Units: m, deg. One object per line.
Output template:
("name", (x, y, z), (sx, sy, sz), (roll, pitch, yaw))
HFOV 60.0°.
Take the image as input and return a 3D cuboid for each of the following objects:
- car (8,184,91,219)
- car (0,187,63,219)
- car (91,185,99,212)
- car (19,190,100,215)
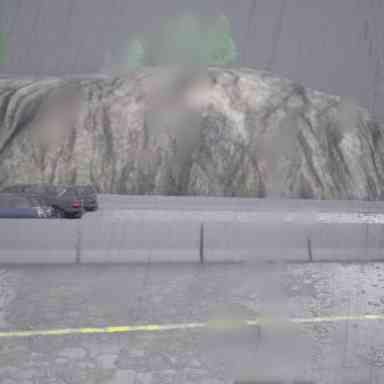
("car", (-8.185, 0.601, 16.405), (5.566, 2.045, 2.150), (2, 1, -9))
("car", (-7.784, 0.818, 12.945), (4.553, 1.767, 2.097), (2, 1, -9))
("car", (-8.427, 0.519, 19.909), (5.566, 2.045, 2.150), (2, 1, -9))
("car", (-9.157, 0.693, 23.350), (4.902, 1.511, 2.128), (2, 1, -9))
